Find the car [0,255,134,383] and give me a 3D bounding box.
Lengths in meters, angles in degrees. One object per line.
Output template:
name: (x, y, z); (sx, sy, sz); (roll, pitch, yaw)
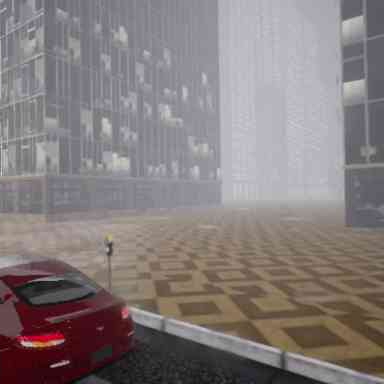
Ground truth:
car: (-2.653, 1.587, 4.783); (4.206, 1.307, 1.802); (0, -1, 36)
